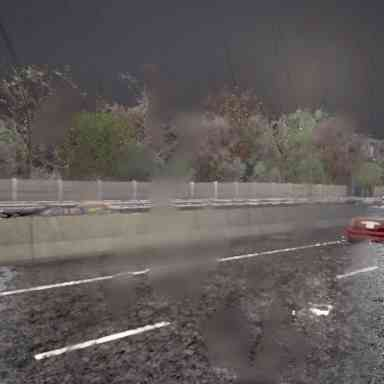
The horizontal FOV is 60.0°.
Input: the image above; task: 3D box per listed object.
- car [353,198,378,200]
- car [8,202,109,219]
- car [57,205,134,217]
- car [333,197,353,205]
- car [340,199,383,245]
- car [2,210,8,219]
[{"bbox_3d":[26.290,1.576,48.487,5.357,1.411,2.033,0,0,-35],"label":"car"},{"bbox_3d":[-7.721,1.547,19.980,5.357,1.411,2.033,0,0,-36],"label":"car"},{"bbox_3d":[-4.663,1.564,17.863,4.181,1.385,1.994,0,0,-35],"label":"car"},{"bbox_3d":[23.651,1.506,50.904,5.008,1.535,1.882,0,0,-35],"label":"car"},{"bbox_3d":[8.704,1.356,14.258,4.553,1.767,2.097,0,0,-35],"label":"car"},{"bbox_3d":[-11.911,1.600,25.552,4.718,1.301,1.895,0,0,-36],"label":"car"}]
